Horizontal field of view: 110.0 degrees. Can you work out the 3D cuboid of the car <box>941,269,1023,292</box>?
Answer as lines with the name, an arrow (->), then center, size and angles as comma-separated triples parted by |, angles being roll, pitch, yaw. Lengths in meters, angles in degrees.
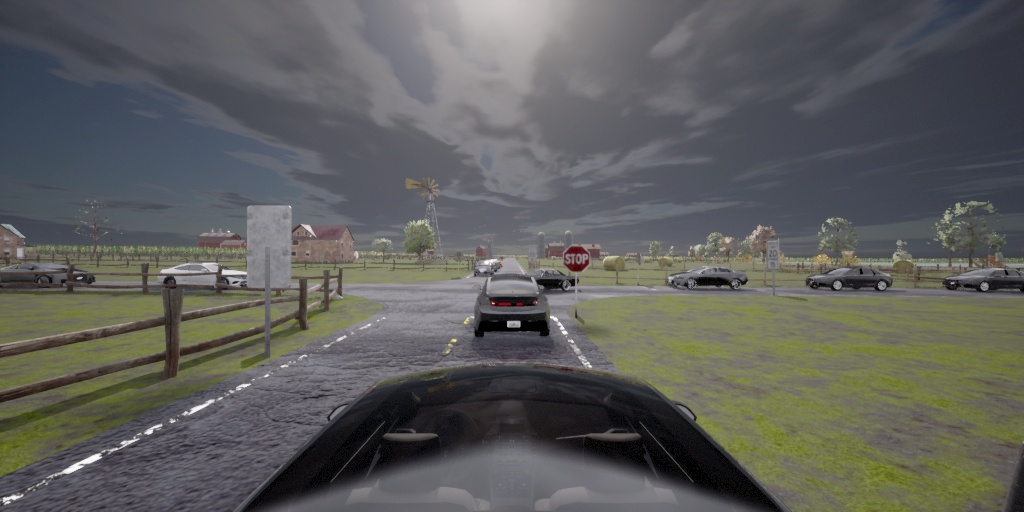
car -> 31.714, 1.587, 23.874 | 4.892, 1.490, 1.837 | 1, -1, -1

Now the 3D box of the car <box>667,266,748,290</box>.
car -> 12.810, 1.397, 23.592 | 4.902, 1.511, 2.128 | 1, -1, -2

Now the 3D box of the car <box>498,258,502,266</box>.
car -> -2.828, 1.242, 46.458 | 2.128, 1.511, 4.902 | 0, 0, 0

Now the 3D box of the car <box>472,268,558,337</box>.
car -> -0.069, 1.256, 10.324 | 1.837, 1.490, 4.892 | 0, 0, -3

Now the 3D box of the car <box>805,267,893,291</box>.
car -> 22.211, 1.500, 23.758 | 4.892, 1.490, 1.837 | 1, -1, -1

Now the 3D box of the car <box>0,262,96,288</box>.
car -> -26.354, 1.048, 20.173 | 4.181, 1.385, 1.994 | 1, -1, -1

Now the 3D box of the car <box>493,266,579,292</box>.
car -> 1.509, 1.369, 20.370 | 4.718, 1.301, 1.895 | 1, 0, -35

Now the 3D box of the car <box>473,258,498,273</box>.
car -> -2.840, 1.243, 37.012 | 2.128, 1.511, 4.902 | 0, 0, 0

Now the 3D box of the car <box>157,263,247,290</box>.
car -> -17.234, 1.104, 20.290 | 4.674, 1.442, 1.812 | 1, -1, -1
